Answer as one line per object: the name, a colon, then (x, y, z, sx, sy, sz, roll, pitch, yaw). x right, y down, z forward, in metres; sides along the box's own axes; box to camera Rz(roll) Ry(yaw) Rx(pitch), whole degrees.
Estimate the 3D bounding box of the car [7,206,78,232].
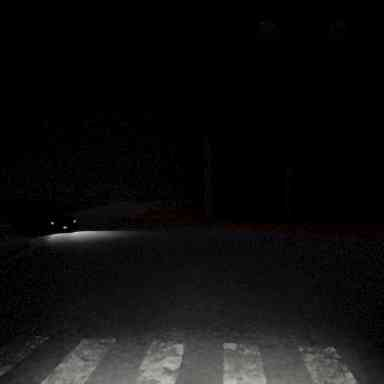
car: (-9.023, 1.561, 19.811, 5.357, 1.411, 2.033, 0, 0, 38)
